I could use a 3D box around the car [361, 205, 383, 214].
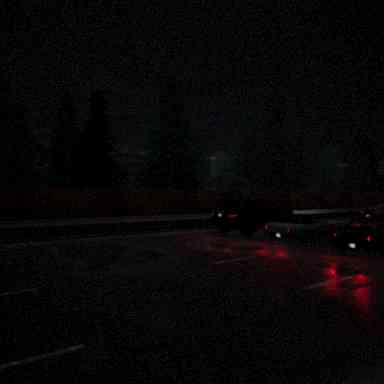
[{"bbox_3d":[16.182,1.798,28.319,4.674,1.442,1.812,0,0,-35],"label":"car"}]

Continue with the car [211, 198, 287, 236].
[{"bbox_3d":[3.676,1.347,19.396,5.566,2.045,2.150,0,0,-35],"label":"car"}]

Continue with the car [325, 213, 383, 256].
[{"bbox_3d":[7.816,1.732,13.749,4.718,1.301,1.895,1,0,-35],"label":"car"}]

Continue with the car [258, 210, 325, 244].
[{"bbox_3d":[5.783,1.732,16.598,4.718,1.301,1.895,1,0,-35],"label":"car"}]
